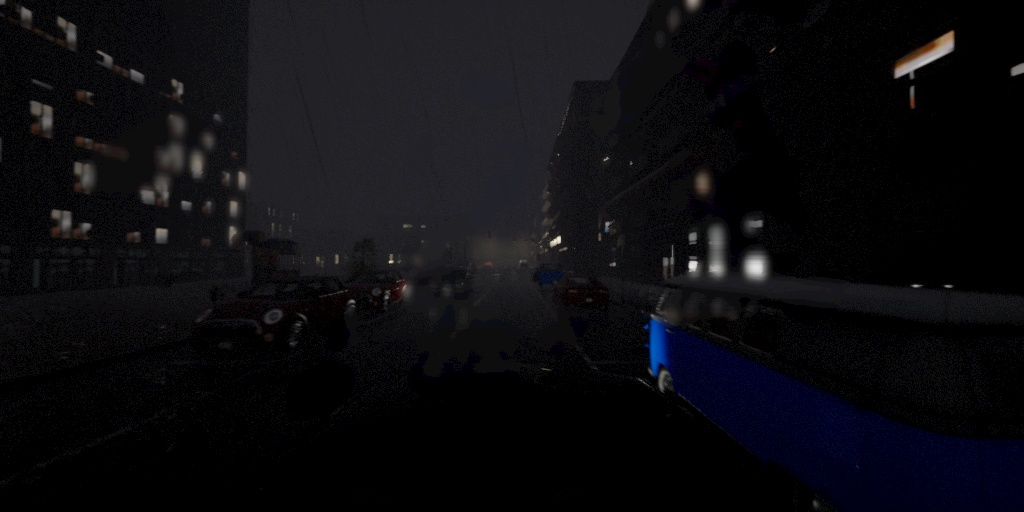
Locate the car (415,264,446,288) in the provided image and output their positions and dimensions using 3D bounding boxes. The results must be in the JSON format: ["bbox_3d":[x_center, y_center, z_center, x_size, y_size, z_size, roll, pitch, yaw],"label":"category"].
[{"bbox_3d":[-5.658,1.527,26.018,1.888,1.381,4.507,0,0,0],"label":"car"}]

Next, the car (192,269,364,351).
[{"bbox_3d":[-5.662,1.262,9.081,1.967,1.591,4.097,0,0,0],"label":"car"}]

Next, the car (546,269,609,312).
[{"bbox_3d":[2.691,1.422,14.761,1.888,1.381,4.507,0,0,0],"label":"car"}]

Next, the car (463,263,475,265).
[{"bbox_3d":[-5.659,1.574,42.956,1.967,1.591,4.097,0,0,0],"label":"car"}]

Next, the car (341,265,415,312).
[{"bbox_3d":[-5.657,1.316,14.728,1.967,1.591,4.097,0,0,0],"label":"car"}]

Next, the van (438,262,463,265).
[{"bbox_3d":[-5.658,1.374,31.664,1.690,1.789,3.998,0,0,0],"label":"van"}]

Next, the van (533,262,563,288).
[{"bbox_3d":[2.691,1.323,26.052,1.690,1.789,3.998,0,0,0],"label":"van"}]

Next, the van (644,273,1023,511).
[{"bbox_3d":[2.692,1.108,3.467,1.690,1.789,3.998,0,0,0],"label":"van"}]

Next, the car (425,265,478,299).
[{"bbox_3d":[-3.101,1.427,19.596,1.837,1.490,4.892,0,-1,0],"label":"car"}]
